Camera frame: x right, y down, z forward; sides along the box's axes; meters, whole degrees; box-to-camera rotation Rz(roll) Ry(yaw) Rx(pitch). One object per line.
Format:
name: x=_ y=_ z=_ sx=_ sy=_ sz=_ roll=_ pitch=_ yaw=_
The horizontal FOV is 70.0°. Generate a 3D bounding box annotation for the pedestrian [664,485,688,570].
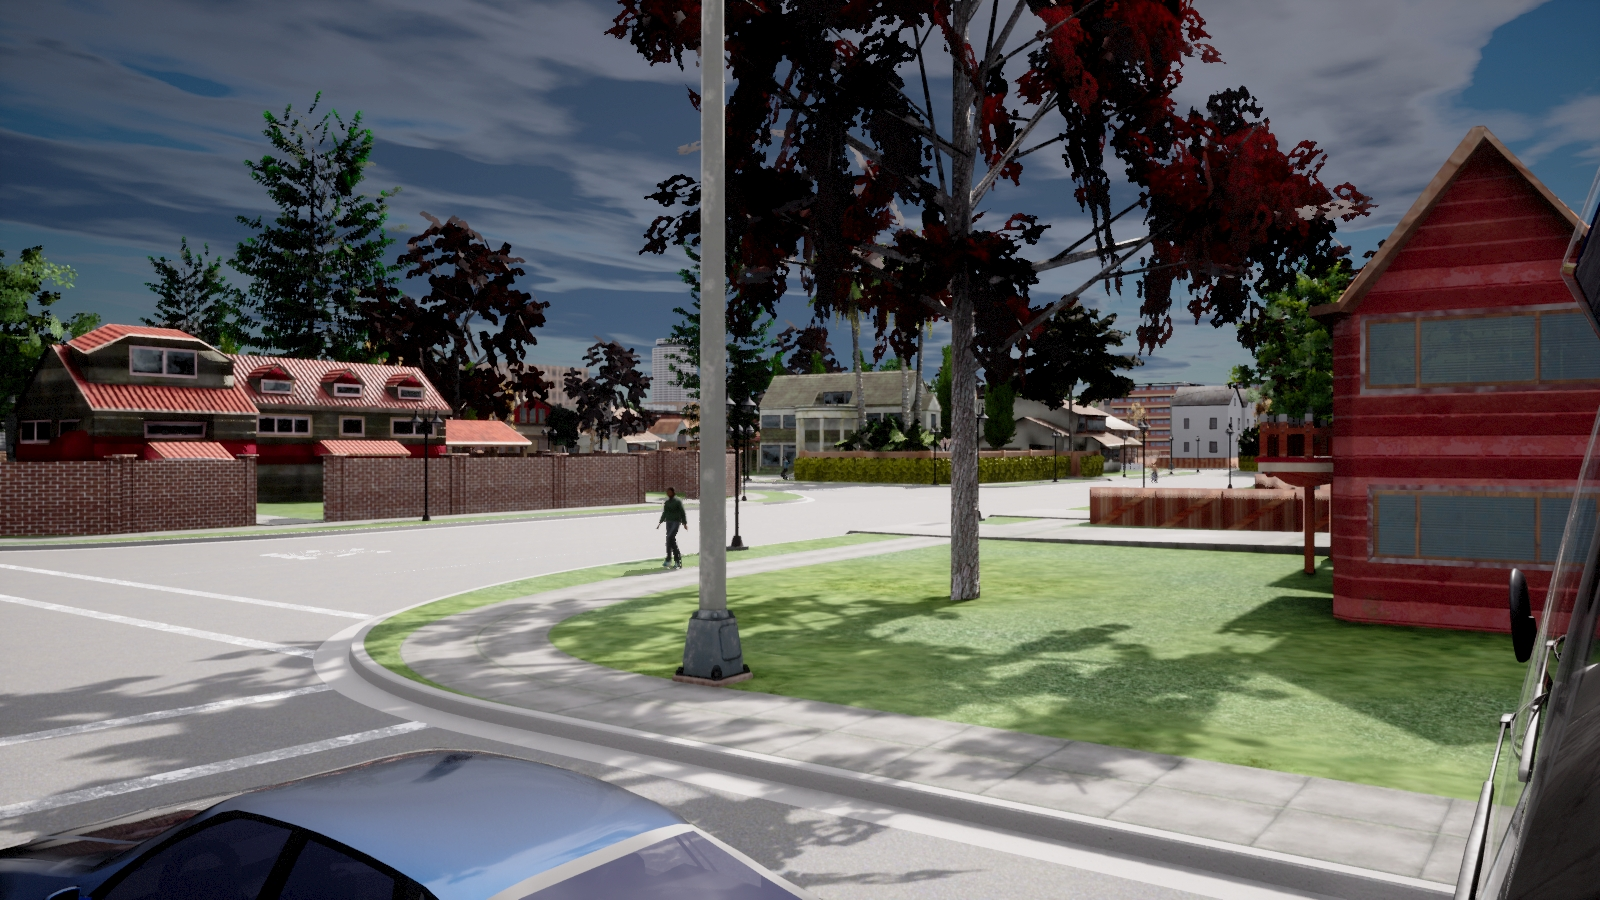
pedestrian: x=-2.758 y=1.704 z=25.321 sx=0.375 sy=1.860 sz=0.375 roll=0 pitch=0 yaw=35

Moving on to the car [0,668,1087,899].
car: x=-1.713 y=2.106 z=4.943 sx=5.357 sy=1.411 sz=2.033 roll=0 pitch=0 yaw=36
